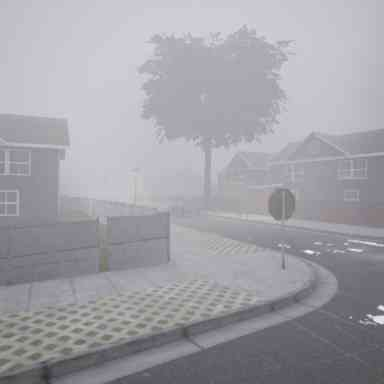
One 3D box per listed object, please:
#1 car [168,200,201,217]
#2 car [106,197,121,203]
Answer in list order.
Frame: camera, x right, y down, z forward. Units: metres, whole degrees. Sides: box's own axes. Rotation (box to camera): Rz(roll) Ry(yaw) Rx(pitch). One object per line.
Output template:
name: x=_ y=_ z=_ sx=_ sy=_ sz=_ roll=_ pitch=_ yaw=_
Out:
car: x=-0.808 y=1.526 z=32.276 sx=2.128 sy=1.511 sz=4.902 roll=0 pitch=0 yaw=-23
car: x=-12.502 y=1.528 z=52.350 sx=1.812 sy=1.442 sz=4.674 roll=0 pitch=0 yaw=-23
